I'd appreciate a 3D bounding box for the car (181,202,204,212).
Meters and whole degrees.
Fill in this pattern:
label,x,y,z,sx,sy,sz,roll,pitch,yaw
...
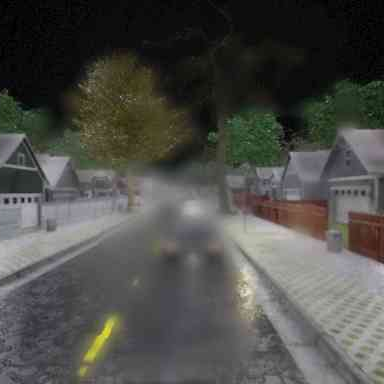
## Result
label,x,y,z,sx,sy,sz,roll,pitch,yaw
car,0.070,1.584,28.688,1.812,1.442,4.674,0,0,0

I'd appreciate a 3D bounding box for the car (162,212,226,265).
label,x,y,z,sx,sy,sz,roll,pitch,yaw
car,0.062,1.625,11.826,1.895,1.301,4.718,0,0,0

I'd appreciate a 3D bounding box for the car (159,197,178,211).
label,x,y,z,sx,sy,sz,roll,pitch,yaw
car,-2.824,1.431,40.892,2.097,1.767,4.553,0,0,0
